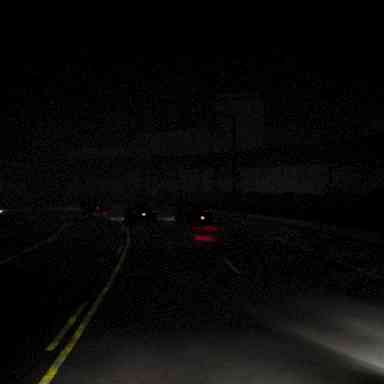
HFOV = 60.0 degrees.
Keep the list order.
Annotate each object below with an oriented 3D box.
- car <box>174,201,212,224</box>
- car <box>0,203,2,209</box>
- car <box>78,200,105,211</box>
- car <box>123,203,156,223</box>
[{"bbox_3d":[0.012,1.452,24.355,1.837,1.490,4.892,0,0,-16],"label":"car"},{"bbox_3d":[-28.950,1.739,47.235,5.008,1.535,1.882,-1,0,36],"label":"car"},{"bbox_3d":[-12.455,1.614,41.035,1.895,1.301,4.718,-1,0,-37],"label":"car"},{"bbox_3d":[-4.039,1.543,25.365,1.994,1.385,4.181,-1,0,-19],"label":"car"}]
